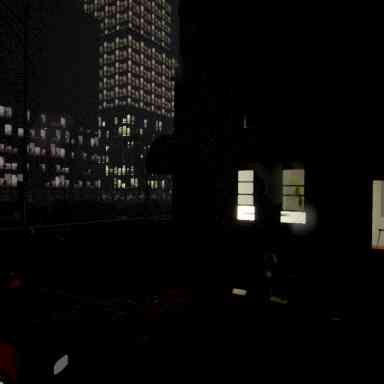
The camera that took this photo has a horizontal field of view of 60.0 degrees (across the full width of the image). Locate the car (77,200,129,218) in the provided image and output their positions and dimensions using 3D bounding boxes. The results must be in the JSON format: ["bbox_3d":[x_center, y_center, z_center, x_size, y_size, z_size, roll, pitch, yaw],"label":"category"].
[{"bbox_3d":[-8.603,1.731,31.953,1.947,1.339,4.313,1,0,34],"label":"car"}]

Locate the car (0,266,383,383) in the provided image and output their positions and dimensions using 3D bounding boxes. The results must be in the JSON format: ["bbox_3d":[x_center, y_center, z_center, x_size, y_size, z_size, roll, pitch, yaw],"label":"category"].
[{"bbox_3d":[-0.011,1.544,2.831,4.507,1.381,1.887,0,1,34],"label":"car"}]

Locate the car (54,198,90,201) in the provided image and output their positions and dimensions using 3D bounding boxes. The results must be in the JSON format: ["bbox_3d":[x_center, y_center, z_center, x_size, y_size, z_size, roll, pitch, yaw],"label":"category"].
[{"bbox_3d":[-12.236,1.574,37.116,2.128,1.511,4.902,1,0,35],"label":"car"}]

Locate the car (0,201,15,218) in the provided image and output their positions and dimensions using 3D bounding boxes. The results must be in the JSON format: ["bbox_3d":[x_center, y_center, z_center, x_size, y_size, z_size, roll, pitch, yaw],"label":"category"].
[{"bbox_3d":[-17.529,1.543,29.373,1.837,1.490,4.892,1,0,34],"label":"car"}]

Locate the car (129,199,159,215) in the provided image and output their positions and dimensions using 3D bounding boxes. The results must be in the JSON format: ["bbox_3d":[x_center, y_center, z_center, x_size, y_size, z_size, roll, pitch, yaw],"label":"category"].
[{"bbox_3d":[-5.513,1.773,36.478,1.802,1.307,4.206,1,0,34],"label":"car"}]

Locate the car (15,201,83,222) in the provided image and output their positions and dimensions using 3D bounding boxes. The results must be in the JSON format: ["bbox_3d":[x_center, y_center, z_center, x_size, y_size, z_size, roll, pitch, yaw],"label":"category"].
[{"bbox_3d":[-11.696,1.690,27.426,2.008,1.369,4.403,1,0,34],"label":"car"}]
